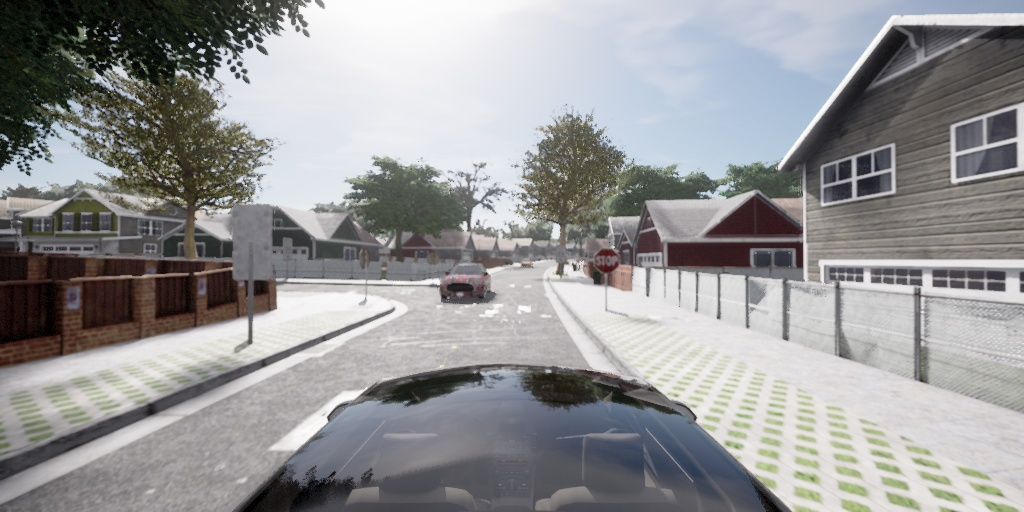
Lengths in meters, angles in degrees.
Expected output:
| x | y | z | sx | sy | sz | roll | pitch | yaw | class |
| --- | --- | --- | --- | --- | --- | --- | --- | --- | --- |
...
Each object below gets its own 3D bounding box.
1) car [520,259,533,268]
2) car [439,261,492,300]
| x | y | z | sx | sy | sz | roll | pitch | yaw | class |
| --- | --- | --- | --- | --- | --- | --- | --- | --- | --- |
| 2.669 | 1.259 | 65.308 | 1.882 | 1.535 | 5.008 | 0 | 0 | 10 | car |
| -2.267 | 1.158 | 18.495 | 2.097 | 1.767 | 4.553 | 1 | 0 | 2 | car |
